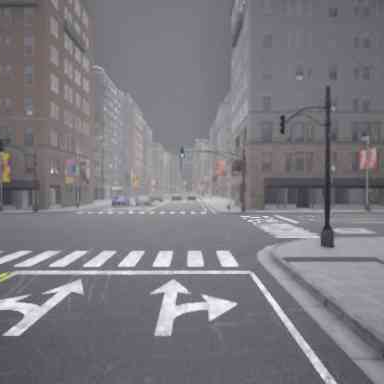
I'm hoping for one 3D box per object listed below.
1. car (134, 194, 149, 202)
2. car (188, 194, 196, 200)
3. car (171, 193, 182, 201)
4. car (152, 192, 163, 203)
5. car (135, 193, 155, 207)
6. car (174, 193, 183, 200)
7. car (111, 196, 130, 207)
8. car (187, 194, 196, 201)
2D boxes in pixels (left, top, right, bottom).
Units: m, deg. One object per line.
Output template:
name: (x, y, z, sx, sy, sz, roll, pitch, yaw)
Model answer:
car: (-9.794, 1.195, 64.821, 2.128, 1.511, 4.902, 0, 0, 0)
car: (-0.055, 1.137, 80.826, 1.994, 1.385, 4.181, 0, 0, 0)
car: (-3.298, 1.157, 70.408, 1.882, 1.535, 5.008, 0, 0, 0)
car: (-6.563, 0.935, 61.788, 2.150, 2.045, 5.566, 0, 0, 0)
car: (-6.607, 1.305, 45.980, 1.812, 1.442, 4.674, 0, 0, 0)
car: (-3.305, 1.063, 80.824, 1.882, 1.535, 5.008, 0, 0, 0)
car: (-9.858, 1.256, 46.207, 1.882, 1.535, 5.008, 0, 1, 0)
car: (-0.048, 1.156, 70.377, 1.882, 1.535, 5.008, 0, 0, 0)
